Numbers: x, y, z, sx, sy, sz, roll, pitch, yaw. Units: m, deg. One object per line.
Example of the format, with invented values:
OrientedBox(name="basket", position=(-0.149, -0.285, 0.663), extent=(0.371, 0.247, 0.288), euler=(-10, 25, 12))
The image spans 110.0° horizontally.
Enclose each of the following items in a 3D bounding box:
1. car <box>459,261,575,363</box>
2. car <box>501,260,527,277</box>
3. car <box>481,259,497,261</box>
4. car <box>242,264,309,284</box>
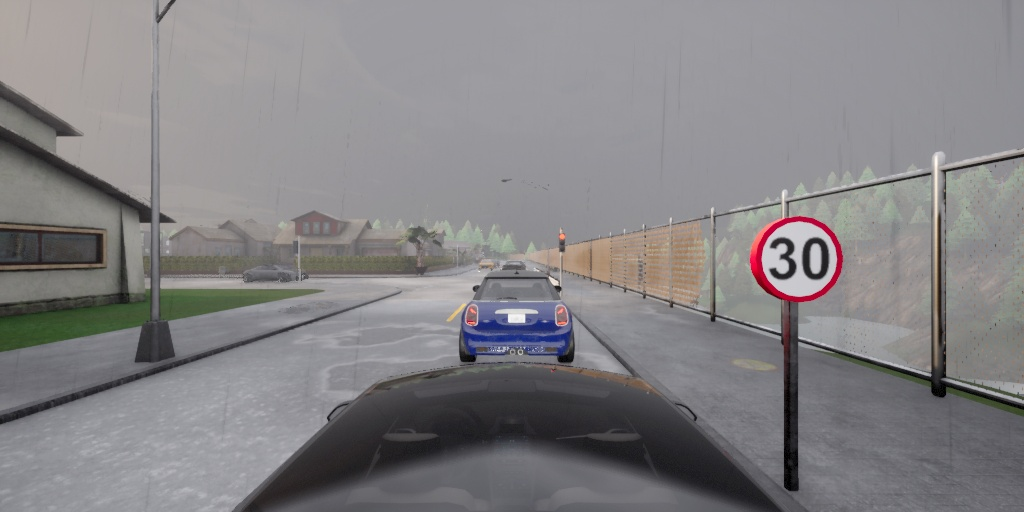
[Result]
OrientedBox(name="car", position=(0.116, 1.102, 8.344), extent=(2.097, 1.767, 4.553), euler=(0, 0, 1))
OrientedBox(name="car", position=(0.295, 1.228, 36.147), extent=(1.882, 1.535, 5.008), euler=(1, 0, 9))
OrientedBox(name="car", position=(-3.657, 1.228, 51.213), extent=(1.882, 1.535, 5.008), euler=(0, 0, 1))
OrientedBox(name="car", position=(-17.485, 1.314, 26.630), extent=(4.181, 1.385, 1.994), euler=(0, 0, 1))
